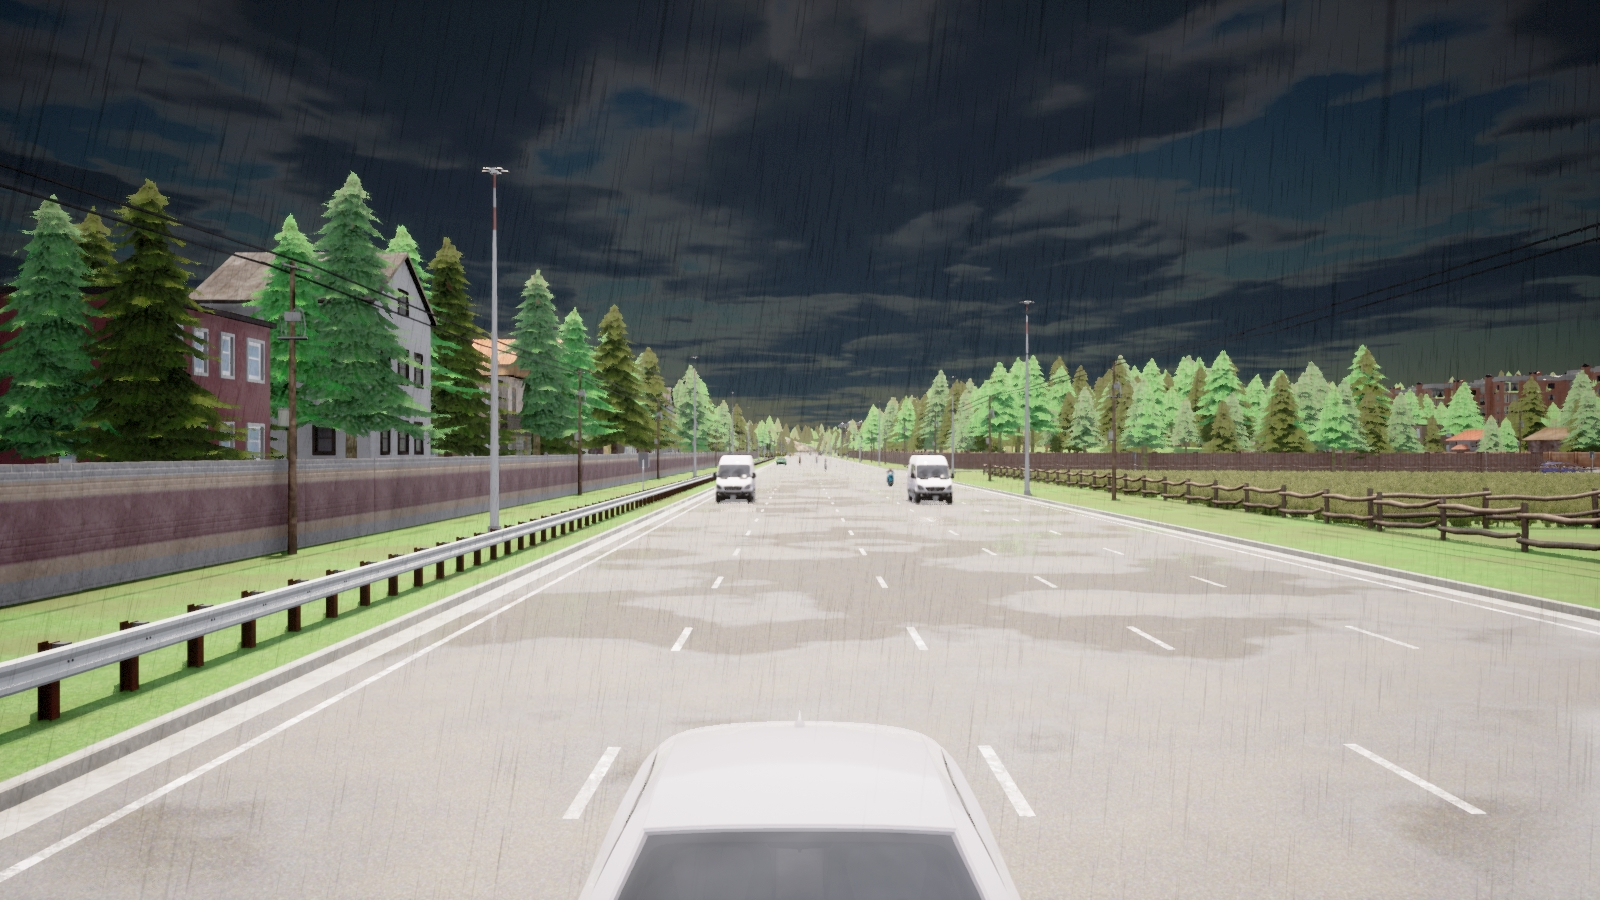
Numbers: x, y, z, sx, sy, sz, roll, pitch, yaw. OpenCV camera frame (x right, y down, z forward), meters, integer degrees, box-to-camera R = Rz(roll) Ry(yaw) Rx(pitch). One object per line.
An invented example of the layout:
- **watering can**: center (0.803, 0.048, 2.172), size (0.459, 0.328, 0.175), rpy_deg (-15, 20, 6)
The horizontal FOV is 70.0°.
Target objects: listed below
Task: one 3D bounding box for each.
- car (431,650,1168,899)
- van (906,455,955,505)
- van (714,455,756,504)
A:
- **car**: center (-0.001, 2.039, 4.687), size (2.097, 1.535, 5.006), rpy_deg (0, 0, 0)
- **van**: center (6.987, 1.574, 61.772), size (1.988, 2.561, 5.915), rpy_deg (0, 0, 0)
- **van**: center (-3.512, 1.575, 62.805), size (1.988, 2.561, 5.915), rpy_deg (0, 0, 0)
